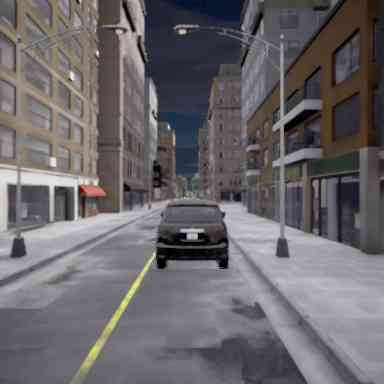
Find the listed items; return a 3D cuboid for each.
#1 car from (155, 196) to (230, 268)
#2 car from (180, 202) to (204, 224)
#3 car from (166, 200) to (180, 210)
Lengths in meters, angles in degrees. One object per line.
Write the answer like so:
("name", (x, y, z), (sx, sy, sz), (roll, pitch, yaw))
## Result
("car", (0.034, 1.280, 11.573), (2.150, 2.045, 5.566), (0, 0, 1))
("car", (0.039, 1.649, 27.691), (1.837, 1.490, 4.892), (0, 0, 0))
("car", (-2.807, 1.884, 50.087), (1.895, 1.301, 4.718), (0, 0, 1))
